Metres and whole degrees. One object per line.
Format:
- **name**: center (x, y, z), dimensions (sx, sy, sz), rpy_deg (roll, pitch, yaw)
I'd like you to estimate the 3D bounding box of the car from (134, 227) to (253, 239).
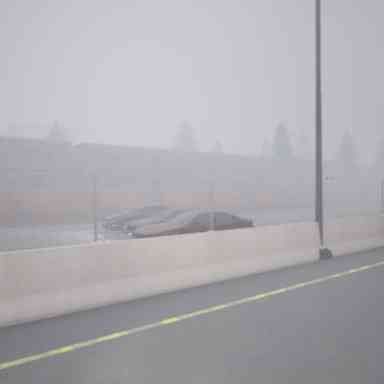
- **car**: center (0.162, 1.423, 12.705), dimensions (5.008, 1.535, 1.882), rpy_deg (-1, 0, -35)
